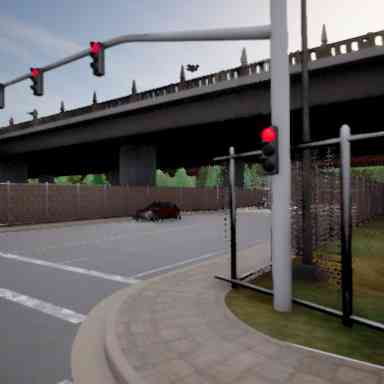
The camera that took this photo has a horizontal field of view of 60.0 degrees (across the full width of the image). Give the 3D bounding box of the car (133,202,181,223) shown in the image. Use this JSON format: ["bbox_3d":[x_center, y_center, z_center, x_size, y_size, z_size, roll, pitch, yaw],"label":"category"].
[{"bbox_3d":[-2.941,1.649,28.750,2.097,1.767,4.553,-1,-1,35],"label":"car"}]
